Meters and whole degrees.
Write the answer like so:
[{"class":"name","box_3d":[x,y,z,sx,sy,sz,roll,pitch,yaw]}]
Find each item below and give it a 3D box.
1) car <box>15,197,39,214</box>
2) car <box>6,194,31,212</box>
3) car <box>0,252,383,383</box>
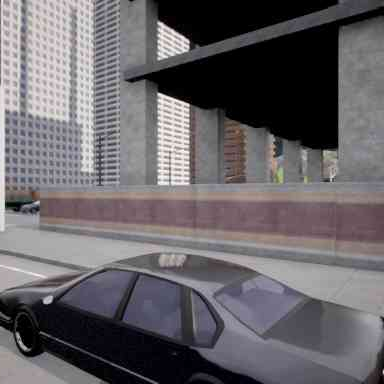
[{"class":"car","box_3d":[-15.744,1.526,35.357,1.812,1.442,4.674,0,0,36]},{"class":"car","box_3d":[-19.885,1.221,35.634,2.150,2.045,5.566,0,0,36]},{"class":"car","box_3d":[-0.417,1.547,4.288,5.357,1.411,2.033,0,0,35]}]
